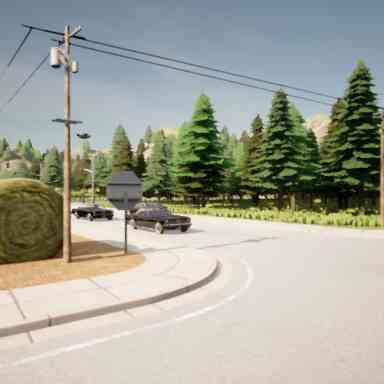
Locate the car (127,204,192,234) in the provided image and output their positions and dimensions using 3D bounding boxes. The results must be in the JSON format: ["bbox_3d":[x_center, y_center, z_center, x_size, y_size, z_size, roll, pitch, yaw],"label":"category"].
[{"bbox_3d":[-2.071,1.628,19.574,1.895,1.301,4.718,0,0,-38],"label":"car"}]

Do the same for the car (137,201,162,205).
[{"bbox_3d":[-3.931,1.516,27.922,2.128,1.511,4.902,0,0,-38],"label":"car"}]

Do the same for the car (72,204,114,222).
[{"bbox_3d":[-8.146,1.629,27.279,1.895,1.301,4.718,0,0,-38],"label":"car"}]
